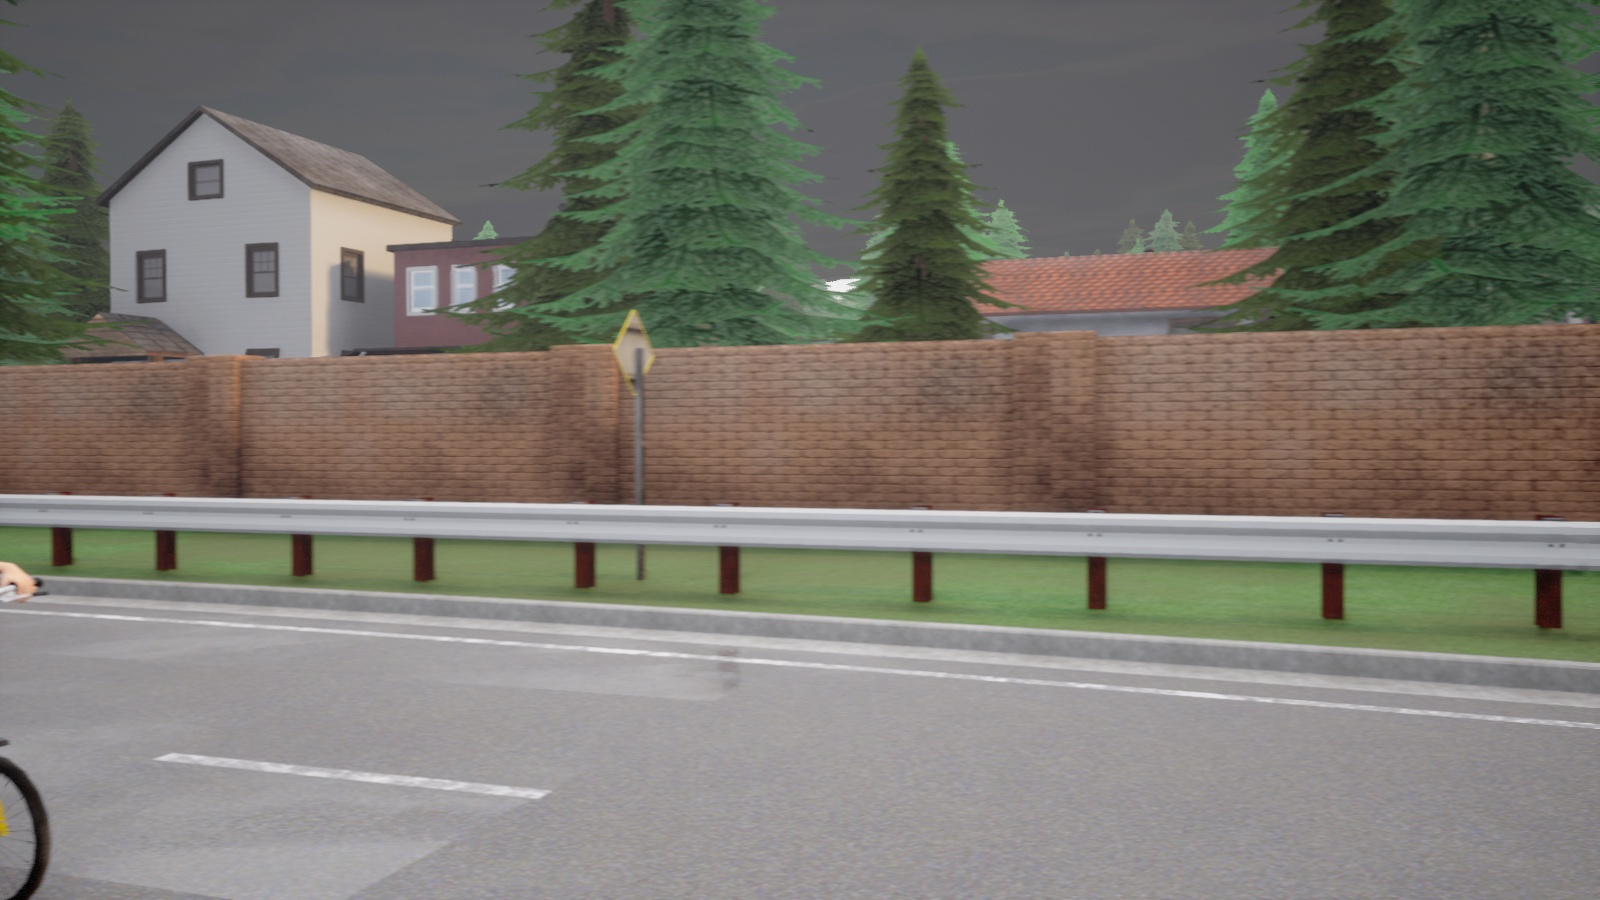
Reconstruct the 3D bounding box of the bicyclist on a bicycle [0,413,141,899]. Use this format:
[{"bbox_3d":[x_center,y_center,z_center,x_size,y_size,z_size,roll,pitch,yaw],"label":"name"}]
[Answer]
[{"bbox_3d":[-3.182,0.683,4.262,1.509,1.612,0.866,1,1,19],"label":"bicyclist on a bicycle"}]
